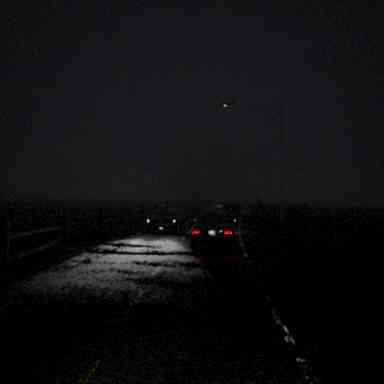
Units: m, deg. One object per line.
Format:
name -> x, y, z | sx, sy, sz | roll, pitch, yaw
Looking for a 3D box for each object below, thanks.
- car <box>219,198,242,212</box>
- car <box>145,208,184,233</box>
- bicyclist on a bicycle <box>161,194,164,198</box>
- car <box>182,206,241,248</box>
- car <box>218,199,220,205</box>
car -> 4.458, 1.549, 36.557 | 1.882, 1.535, 5.008 | 0, 0, 10
car -> -1.363, 1.632, 19.977 | 1.895, 1.301, 4.718 | 0, 0, 8
bicyclist on a bicycle -> -8.000, 1.367, 90.621 | 0.582, 1.620, 1.656 | 1, 0, 13
car -> 1.003, 1.574, 14.962 | 2.033, 1.411, 5.357 | 0, 0, 6
car -> 6.024, 1.725, 60.889 | 1.994, 1.385, 4.181 | 0, 0, 11
